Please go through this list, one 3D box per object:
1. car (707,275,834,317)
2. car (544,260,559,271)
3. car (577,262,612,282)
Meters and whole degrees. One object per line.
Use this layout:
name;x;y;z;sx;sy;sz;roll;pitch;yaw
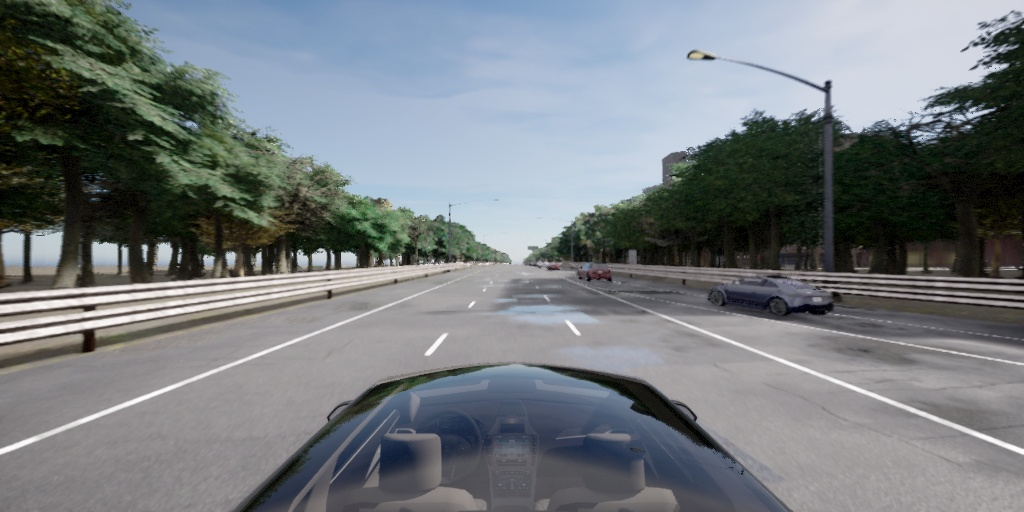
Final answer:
car;9.745;1.433;13.912;1.994;1.385;4.181;0;0;-13
car;7.047;1.792;62.333;1.812;1.442;4.674;0;-1;0
car;7.231;1.354;31.922;2.097;1.767;4.553;0;0;-3
